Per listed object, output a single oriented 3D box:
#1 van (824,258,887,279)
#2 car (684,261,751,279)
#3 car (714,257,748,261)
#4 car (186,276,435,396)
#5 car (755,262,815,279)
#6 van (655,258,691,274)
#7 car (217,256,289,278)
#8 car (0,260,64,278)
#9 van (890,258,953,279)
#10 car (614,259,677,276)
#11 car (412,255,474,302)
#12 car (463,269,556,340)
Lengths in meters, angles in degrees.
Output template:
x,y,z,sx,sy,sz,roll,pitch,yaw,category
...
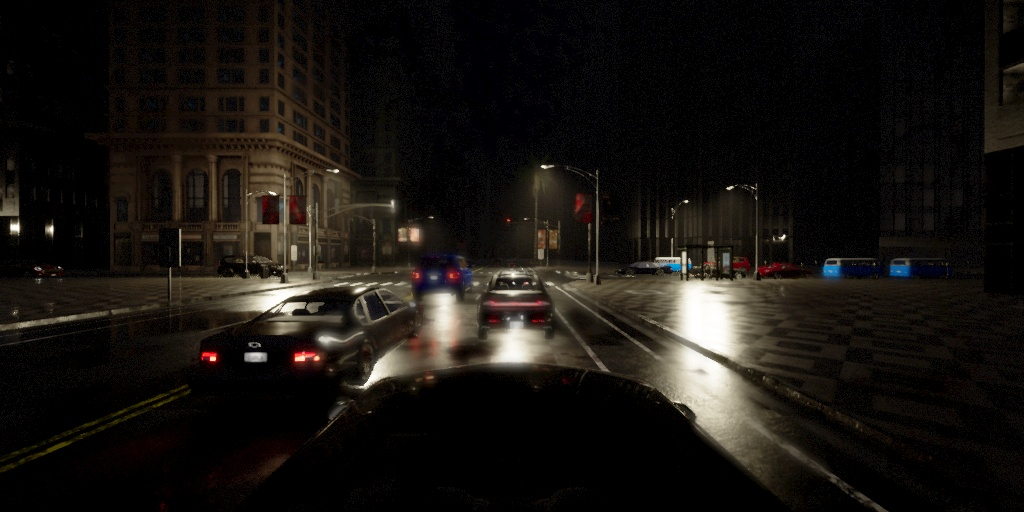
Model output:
x,y,z,sx,sy,sz,roll,pitch,yaw,category
28.416,1.079,29.858,3.998,1.789,1.690,0,0,0,van
17.061,1.296,29.850,4.403,1.370,2.007,0,0,0,car
22.731,1.031,38.379,5.009,1.841,2.192,0,0,0,car
-3.149,1.296,6.925,2.033,1.411,5.357,0,0,0,car
22.739,1.324,29.854,4.207,1.307,1.802,0,0,0,car
17.054,1.061,38.375,3.998,1.789,1.690,0,0,0,van
-23.447,0.988,32.535,5.566,2.045,2.150,1,0,0,car
-43.961,1.148,32.640,4.553,1.767,2.097,0,0,0,car
34.093,1.077,29.862,3.998,1.789,1.690,0,0,0,van
13.065,1.279,35.707,5.357,1.411,2.033,0,0,0,car
-3.156,0.970,17.166,2.150,2.045,5.566,0,0,0,car
0.092,1.239,9.994,2.128,1.511,4.902,0,0,0,car
